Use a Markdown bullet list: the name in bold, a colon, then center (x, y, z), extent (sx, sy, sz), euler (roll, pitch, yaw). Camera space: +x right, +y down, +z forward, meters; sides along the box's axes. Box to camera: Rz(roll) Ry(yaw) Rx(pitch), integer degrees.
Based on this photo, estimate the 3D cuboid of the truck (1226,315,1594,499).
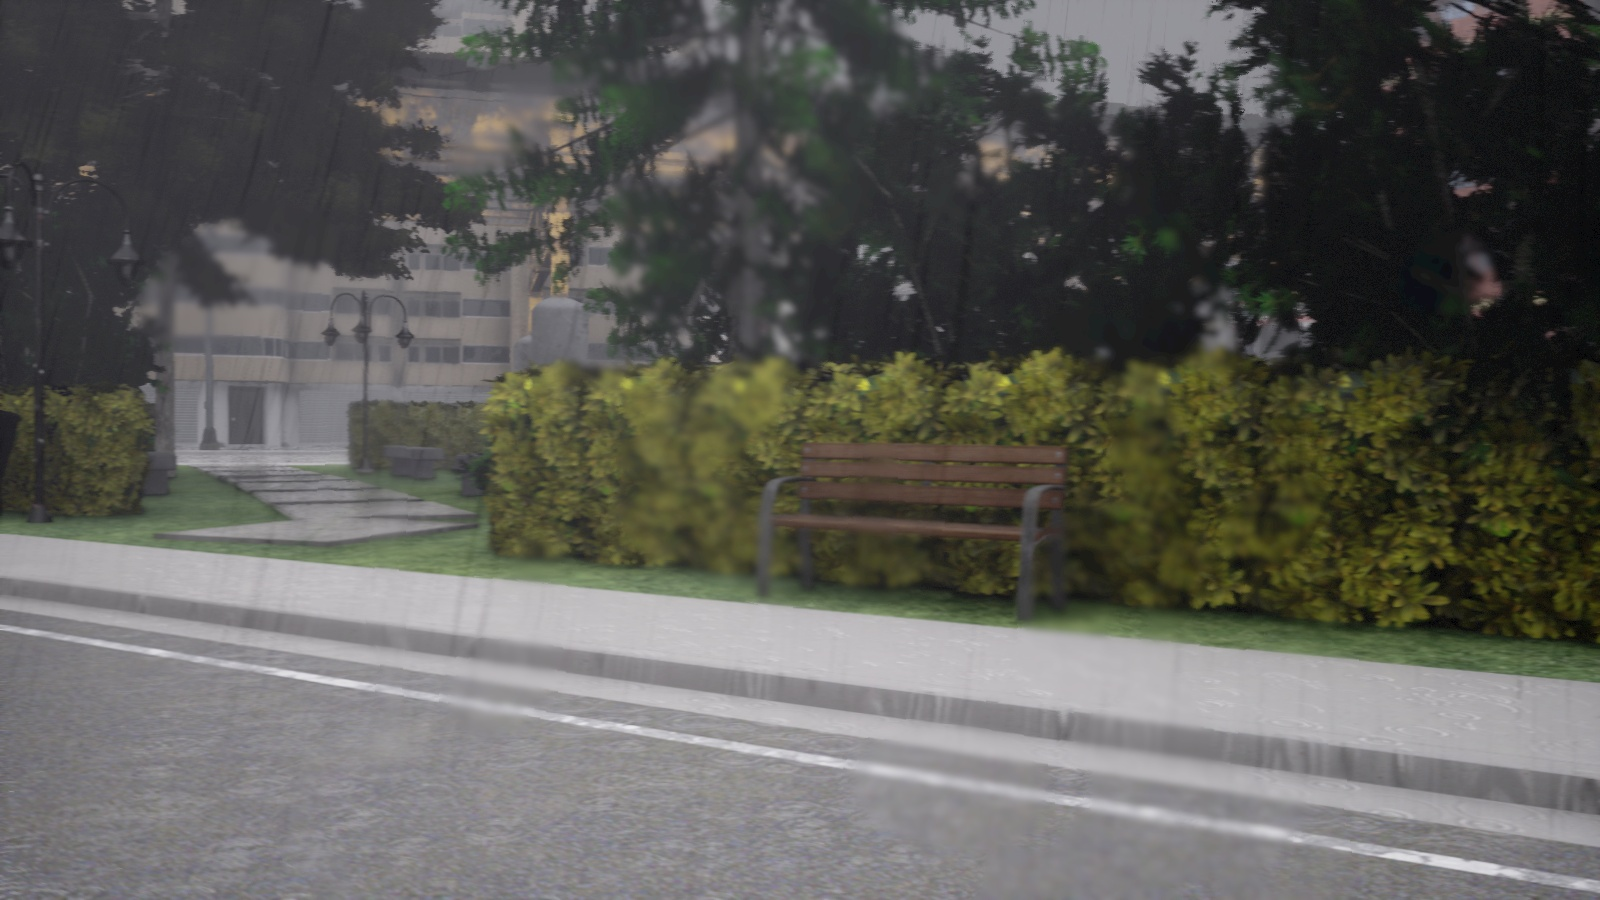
- **truck**: center (12.987, -0.884, 27.786), extent (2.891, 3.462, 7.936), euler (-1, 1, -14)
